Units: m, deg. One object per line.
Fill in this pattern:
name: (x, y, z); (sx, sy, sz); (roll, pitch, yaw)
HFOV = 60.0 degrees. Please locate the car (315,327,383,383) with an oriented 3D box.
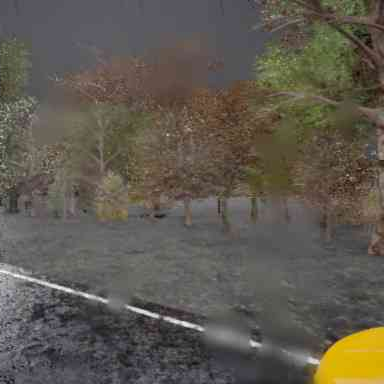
car: (3.142, 1.472, 1.441); (5.008, 1.535, 1.882); (0, 1, 35)
